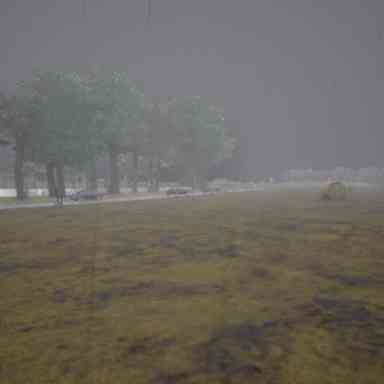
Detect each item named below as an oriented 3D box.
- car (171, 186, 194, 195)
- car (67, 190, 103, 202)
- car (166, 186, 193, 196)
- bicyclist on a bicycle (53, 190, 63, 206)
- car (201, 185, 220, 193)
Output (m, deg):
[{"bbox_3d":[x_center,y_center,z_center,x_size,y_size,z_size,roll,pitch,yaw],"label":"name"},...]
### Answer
[{"bbox_3d":[-1.700,-0.294,60.670,1.812,1.442,4.674,-1,2,35],"label":"car"},{"bbox_3d":[-13.918,0.475,43.593,1.837,1.490,4.892,-1,2,35],"label":"car"},{"bbox_3d":[-2.195,-0.180,55.132,1.882,1.535,5.008,-1,2,36],"label":"car"},{"bbox_3d":[-13.592,0.643,33.707,1.656,1.620,0.582,0,2,35],"label":"bicyclist on a bicycle"},{"bbox_3d":[3.625,-0.548,63.421,1.837,1.490,4.892,-1,2,35],"label":"car"}]
